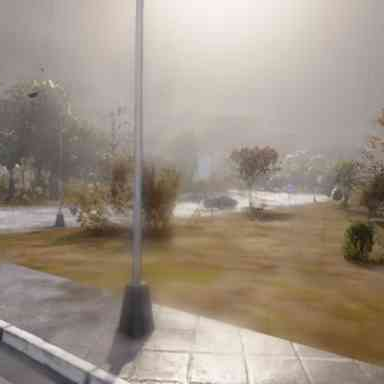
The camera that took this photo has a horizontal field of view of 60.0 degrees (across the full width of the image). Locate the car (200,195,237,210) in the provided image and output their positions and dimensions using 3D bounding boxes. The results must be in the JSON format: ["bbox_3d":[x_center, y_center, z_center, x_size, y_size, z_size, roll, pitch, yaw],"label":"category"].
[{"bbox_3d":[3.349,1.158,37.243,1.837,1.490,4.892,1,1,39],"label":"car"}]

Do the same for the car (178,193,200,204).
[{"bbox_3d":[-0.556,0.937,49.274,1.837,1.490,4.892,1,1,39],"label":"car"}]
